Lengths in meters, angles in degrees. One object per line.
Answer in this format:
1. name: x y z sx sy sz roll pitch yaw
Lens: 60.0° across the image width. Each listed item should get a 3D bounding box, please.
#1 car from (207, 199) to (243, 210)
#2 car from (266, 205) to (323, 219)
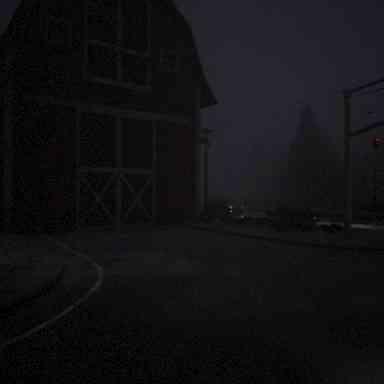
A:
1. car: 3.475 1.514 35.729 2.097 1.767 4.553 0 0 -34
2. car: 8.580 1.762 28.288 1.895 1.301 4.718 0 0 -34
